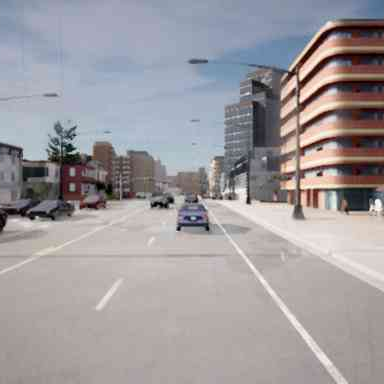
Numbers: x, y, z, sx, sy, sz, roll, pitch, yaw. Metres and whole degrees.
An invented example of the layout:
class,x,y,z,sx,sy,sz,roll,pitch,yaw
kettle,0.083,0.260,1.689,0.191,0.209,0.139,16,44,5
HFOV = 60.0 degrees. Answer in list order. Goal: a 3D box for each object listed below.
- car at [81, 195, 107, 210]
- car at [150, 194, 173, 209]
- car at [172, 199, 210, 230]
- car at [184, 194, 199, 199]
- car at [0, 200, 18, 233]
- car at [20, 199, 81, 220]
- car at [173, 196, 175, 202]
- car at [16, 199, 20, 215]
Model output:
class,x,y,z,sx,sy,sz,roll,pitch,yaw
car,-10.574,1.082,35.860,1.882,1.535,5.008,0,1,0
car,-3.576,1.177,37.595,1.895,1.301,4.718,0,1,0
car,0.061,1.365,19.536,2.033,1.411,5.357,0,1,0
car,-0.032,0.993,43.225,2.128,1.511,4.902,0,1,0
car,-10.619,1.367,15.571,2.128,1.511,4.902,0,1,0
car,-10.582,1.292,25.417,2.033,1.411,5.357,0,1,0
car,-3.588,1.022,48.420,1.994,1.385,4.181,0,0,0
car,-14.057,1.259,28.037,2.033,1.411,5.357,0,1,0
